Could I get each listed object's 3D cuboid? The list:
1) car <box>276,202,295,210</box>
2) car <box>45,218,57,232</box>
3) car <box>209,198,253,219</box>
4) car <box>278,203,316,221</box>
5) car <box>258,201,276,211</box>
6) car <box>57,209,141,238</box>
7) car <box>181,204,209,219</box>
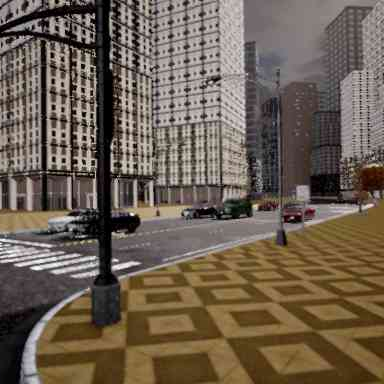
[{"bbox_3d":[14.597,2.160,49.554,1.994,1.385,4.181,-1,-1,32],"label":"car"},{"bbox_3d":[-7.490,1.900,22.542,1.812,1.442,4.674,-1,-1,36],"label":"car"},{"bbox_3d":[4.399,1.652,34.252,2.150,2.045,5.566,-1,-1,34],"label":"car"},{"bbox_3d":[9.926,1.921,30.622,1.895,1.301,4.718,-1,-1,34],"label":"car"},{"bbox_3d":[11.829,2.099,51.260,1.882,1.535,5.008,-1,-1,32],"label":"car"},{"bbox_3d":[-5.211,1.806,20.122,2.128,1.511,4.902,-1,-1,34],"label":"car"},{"bbox_3d":[0.736,1.965,34.640,2.128,1.511,4.902,-1,-1,34],"label":"car"}]
